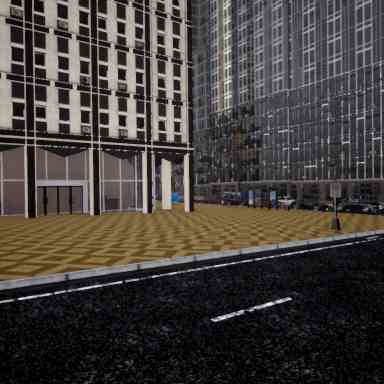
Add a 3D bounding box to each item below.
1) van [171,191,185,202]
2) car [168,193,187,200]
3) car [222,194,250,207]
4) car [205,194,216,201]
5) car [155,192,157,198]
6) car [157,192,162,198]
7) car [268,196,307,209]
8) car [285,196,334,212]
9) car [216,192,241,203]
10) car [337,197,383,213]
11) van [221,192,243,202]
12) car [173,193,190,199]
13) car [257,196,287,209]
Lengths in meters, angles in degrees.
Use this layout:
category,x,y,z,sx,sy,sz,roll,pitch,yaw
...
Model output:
category,x,y,z,sx,sy,sz,roll,pitch,yaw
van,-2.966,0.936,60.168,1.690,1.788,3.998,0,1,-34
car,-3.159,0.923,70.719,1.837,1.490,4.892,-1,1,-34
car,6.573,1.319,46.041,1.947,1.339,4.313,0,1,-34
car,3.965,1.042,64.880,1.802,1.307,4.206,0,1,-34
car,-8.816,0.685,83.681,1.967,1.590,4.097,0,1,-34
car,-5.620,0.614,78.979,2.192,1.841,5.009,0,1,-34
car,12.116,1.290,42.576,1.812,1.442,4.674,-1,1,-34
car,12.900,1.423,36.595,1.947,1.339,4.313,0,1,-34
car,6.300,1.175,51.140,1.837,1.490,4.892,-1,1,-34
car,17.303,1.340,34.940,2.128,1.511,4.902,-1,1,-34
van,7.159,0.854,60.176,1.690,1.788,3.998,0,1,-34
car,-2.425,0.935,74.282,1.802,1.307,4.206,0,1,-34
car,9.719,1.387,41.308,1.802,1.307,4.206,0,1,-34
